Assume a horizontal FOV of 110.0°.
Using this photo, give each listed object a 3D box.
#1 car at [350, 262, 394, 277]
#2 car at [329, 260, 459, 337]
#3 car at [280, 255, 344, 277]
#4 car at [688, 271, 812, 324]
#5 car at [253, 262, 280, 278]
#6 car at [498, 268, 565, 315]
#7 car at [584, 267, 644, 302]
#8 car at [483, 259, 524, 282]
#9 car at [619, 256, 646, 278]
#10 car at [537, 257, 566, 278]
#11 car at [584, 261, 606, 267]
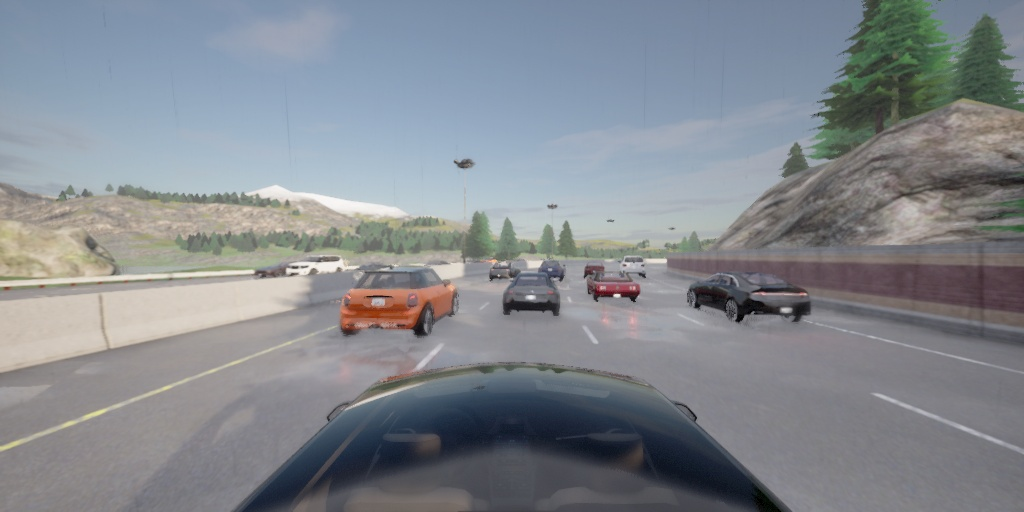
[{"bbox_3d":[-13.636,1.278,35.137,1.994,1.385,4.181,0,0,13],"label":"car"},{"bbox_3d":[-2.971,1.094,10.456,2.097,1.767,4.553,0,0,4],"label":"car"},{"bbox_3d":[-17.753,0.923,32.802,2.150,2.045,5.566,0,0,12],"label":"car"},{"bbox_3d":[7.680,1.266,12.181,2.128,1.511,4.902,0,0,5],"label":"car"},{"bbox_3d":[-21.187,1.239,33.544,2.033,1.411,5.357,0,0,12],"label":"car"},{"bbox_3d":[0.802,1.318,13.665,1.994,1.385,4.181,0,0,5],"label":"car"},{"bbox_3d":[4.656,1.367,17.157,1.895,1.301,4.718,0,0,7],"label":"car"},{"bbox_3d":[-0.485,1.243,28.843,2.128,1.511,4.902,0,0,11],"label":"car"},{"bbox_3d":[11.647,1.010,34.805,2.150,2.045,5.566,0,0,15],"label":"car"},{"bbox_3d":[3.497,1.116,30.779,2.097,1.767,4.553,0,0,12],"label":"car"},{"bbox_3d":[8.075,1.256,34.874,1.882,1.535,5.008,0,0,14],"label":"car"}]
